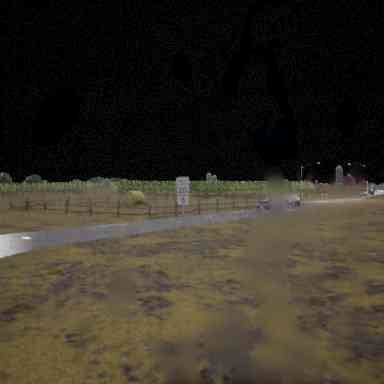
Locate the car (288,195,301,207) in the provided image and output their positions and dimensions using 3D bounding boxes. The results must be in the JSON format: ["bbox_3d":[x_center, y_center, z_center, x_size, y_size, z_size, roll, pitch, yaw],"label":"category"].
[{"bbox_3d":[14.564,1.215,49.430,2.097,1.767,4.553,-2,0,35],"label":"car"}]

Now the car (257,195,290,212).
[{"bbox_3d":[8.718,1.414,36.387,1.837,1.490,4.892,-2,-1,35],"label":"car"}]
